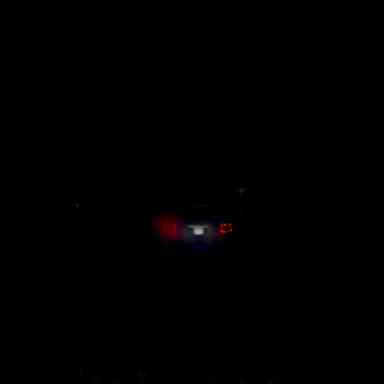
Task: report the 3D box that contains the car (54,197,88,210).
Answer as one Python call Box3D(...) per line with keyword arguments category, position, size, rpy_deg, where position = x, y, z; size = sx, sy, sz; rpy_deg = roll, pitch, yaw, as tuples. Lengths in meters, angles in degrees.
Box3D(category="car", position=(-15.087, 1.364, 40.470), size=(4.902, 1.511, 2.128), rpy_deg=(0, 0, 45))

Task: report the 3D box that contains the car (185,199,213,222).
Box3D(category="car", position=(0.697, 1.396, 27.005), size=(1.882, 1.535, 5.008), rpy_deg=(0, 0, 6))

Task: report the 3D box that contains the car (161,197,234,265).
Box3D(category="car", position=(0.140, 1.182, 11.742), size=(2.150, 2.045, 5.566), rpy_deg=(0, 0, -1))

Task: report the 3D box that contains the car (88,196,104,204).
Box3D(category="car", position=(-17.340, 1.383, 57.820), size=(1.994, 1.385, 4.181), rpy_deg=(0, 0, 34))
